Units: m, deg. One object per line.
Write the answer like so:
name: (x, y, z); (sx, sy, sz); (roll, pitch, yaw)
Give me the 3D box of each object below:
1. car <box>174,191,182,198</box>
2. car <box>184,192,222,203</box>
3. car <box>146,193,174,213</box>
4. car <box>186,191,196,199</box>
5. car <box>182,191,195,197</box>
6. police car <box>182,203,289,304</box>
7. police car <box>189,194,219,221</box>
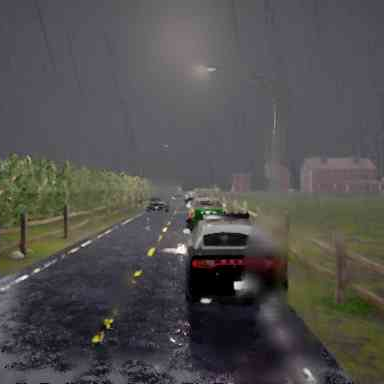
car: (-2.935, 0.467, 70.609); (2.033, 1.411, 5.357); (0, 1, 0)
car: (0.778, 1.059, 17.908); (2.097, 1.767, 4.553); (0, 1, 0)
car: (-2.926, 1.025, 29.549); (1.837, 1.490, 4.892); (0, 1, 0)
car: (-0.163, 0.522, 62.721); (1.882, 1.535, 5.008); (0, 1, 0)
car: (-0.088, 0.867, 46.704); (1.895, 1.301, 4.718); (0, 1, 0)
police car: (0.804, 1.292, 8.050); (1.930, 1.638, 5.238); (0, 1, 0)
police car: (0.762, 1.034, 24.048); (1.930, 1.638, 5.238); (0, 1, 0)
